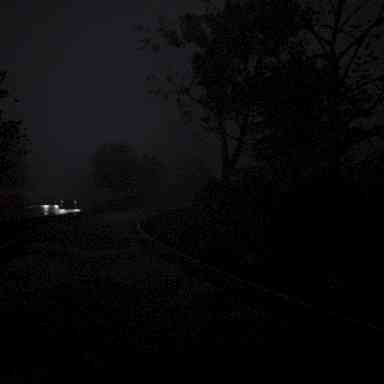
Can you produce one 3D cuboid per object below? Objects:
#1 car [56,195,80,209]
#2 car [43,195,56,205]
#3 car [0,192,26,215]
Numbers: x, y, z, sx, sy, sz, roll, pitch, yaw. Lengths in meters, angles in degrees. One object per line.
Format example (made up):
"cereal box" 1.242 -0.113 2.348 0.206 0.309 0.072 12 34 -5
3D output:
"car" -15.561 1.214 42.539 2.097 1.767 4.553 1 0 -14
"car" -22.406 1.235 52.468 1.837 1.490 4.892 1 0 -27
"car" -17.537 1.031 30.490 2.150 2.045 5.566 1 0 2
